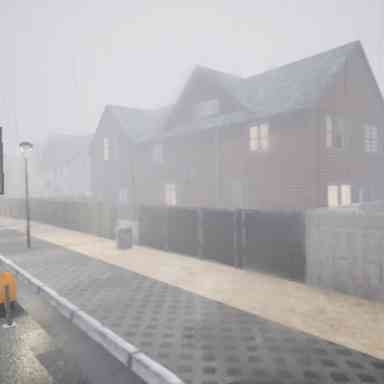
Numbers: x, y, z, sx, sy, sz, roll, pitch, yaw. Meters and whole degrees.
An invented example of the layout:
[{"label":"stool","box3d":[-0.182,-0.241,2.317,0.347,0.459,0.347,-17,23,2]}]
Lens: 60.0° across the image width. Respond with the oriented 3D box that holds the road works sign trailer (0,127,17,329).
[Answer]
[{"label":"road works sign trailer","box3d":[-4.703,0.483,5.914,2.380,3.560,2.880,-2,1,-39]}]
